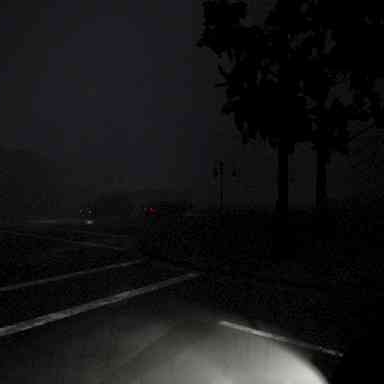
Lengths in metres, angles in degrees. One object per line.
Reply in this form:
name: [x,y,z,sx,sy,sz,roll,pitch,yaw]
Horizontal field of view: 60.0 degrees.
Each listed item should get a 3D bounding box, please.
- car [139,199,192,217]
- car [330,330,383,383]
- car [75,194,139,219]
car: [-2.623,1.547,30.927,2.033,1.411,5.357,0,0,34]
car: [2.951,1.564,1.868,4.181,1.385,1.994,0,0,36]
car: [-7.729,1.222,30.005,2.150,2.045,5.566,0,0,35]
